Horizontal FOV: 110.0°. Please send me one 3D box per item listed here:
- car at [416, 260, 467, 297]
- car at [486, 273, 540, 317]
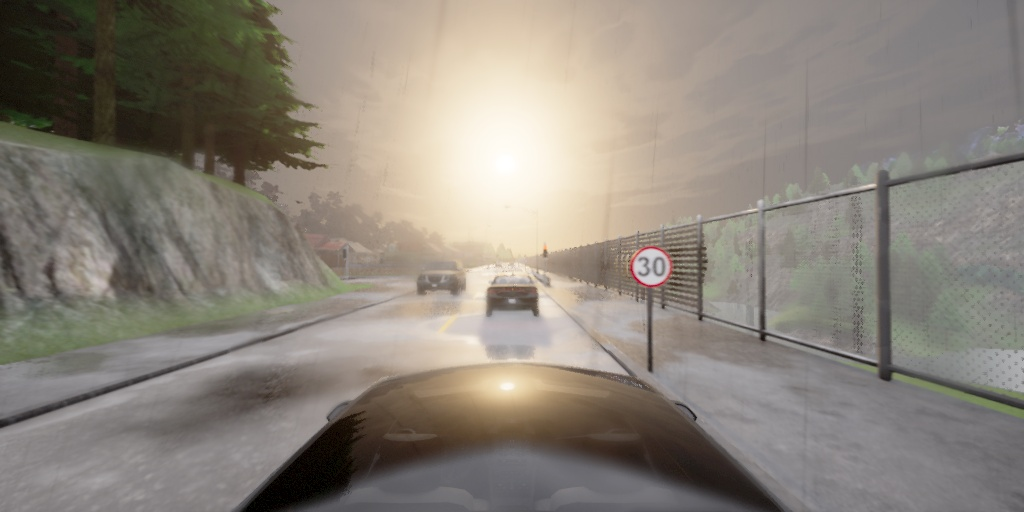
[{"bbox_3d":[-4.036,1.234,21.519,2.150,2.045,5.566,0,-1,0],"label":"car"},{"bbox_3d":[0.045,1.392,14.161,1.882,1.535,5.008,0,-2,1],"label":"car"}]
